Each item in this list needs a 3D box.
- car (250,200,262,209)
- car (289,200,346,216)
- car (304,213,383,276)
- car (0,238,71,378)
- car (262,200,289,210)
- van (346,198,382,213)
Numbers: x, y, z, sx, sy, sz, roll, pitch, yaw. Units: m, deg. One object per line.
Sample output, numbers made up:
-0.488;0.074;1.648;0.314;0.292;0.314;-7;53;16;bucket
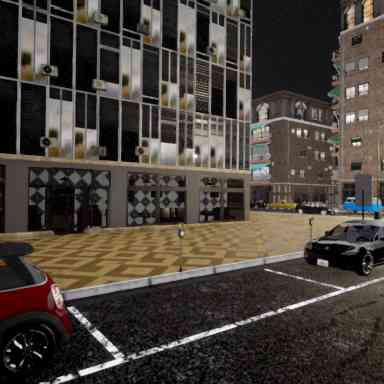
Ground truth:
9.587;1.863;51.097;1.947;1.339;4.313;0;-1;-35;car
12.199;1.619;32.647;2.008;1.369;4.403;0;-1;-35;car
5.358;1.566;10.372;4.313;1.339;1.947;0;1;-35;car
-3.717;1.440;3.897;4.097;1.590;1.967;0;1;-35;car
12.656;1.786;46.680;1.752;1.417;4.829;0;-1;-35;car
19.085;1.523;37.426;1.690;1.788;3.998;0;-1;-35;van
